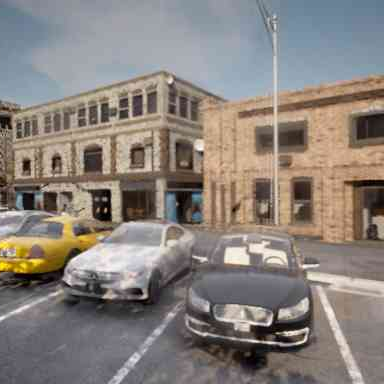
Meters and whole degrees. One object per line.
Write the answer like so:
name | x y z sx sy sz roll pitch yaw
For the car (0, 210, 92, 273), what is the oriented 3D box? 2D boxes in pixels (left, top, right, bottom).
car | -3.561 1.378 10.039 1.946 1.575 5.366 1 0 14

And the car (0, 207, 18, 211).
car | -6.020 1.385 11.521 2.002 1.452 4.674 1 0 14

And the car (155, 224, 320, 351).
car | 1.241 1.450 6.545 2.231 1.521 4.892 1 0 14

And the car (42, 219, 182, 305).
car | -1.181 1.454 8.201 2.002 1.452 4.674 1 0 14
